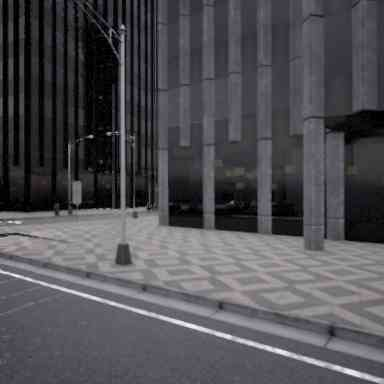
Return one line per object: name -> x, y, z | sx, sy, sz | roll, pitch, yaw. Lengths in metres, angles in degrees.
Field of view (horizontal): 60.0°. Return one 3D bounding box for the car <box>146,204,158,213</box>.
car -> -3.532, 1.892, 41.194 | 1.895, 1.301, 4.718 | 0, -1, 36
